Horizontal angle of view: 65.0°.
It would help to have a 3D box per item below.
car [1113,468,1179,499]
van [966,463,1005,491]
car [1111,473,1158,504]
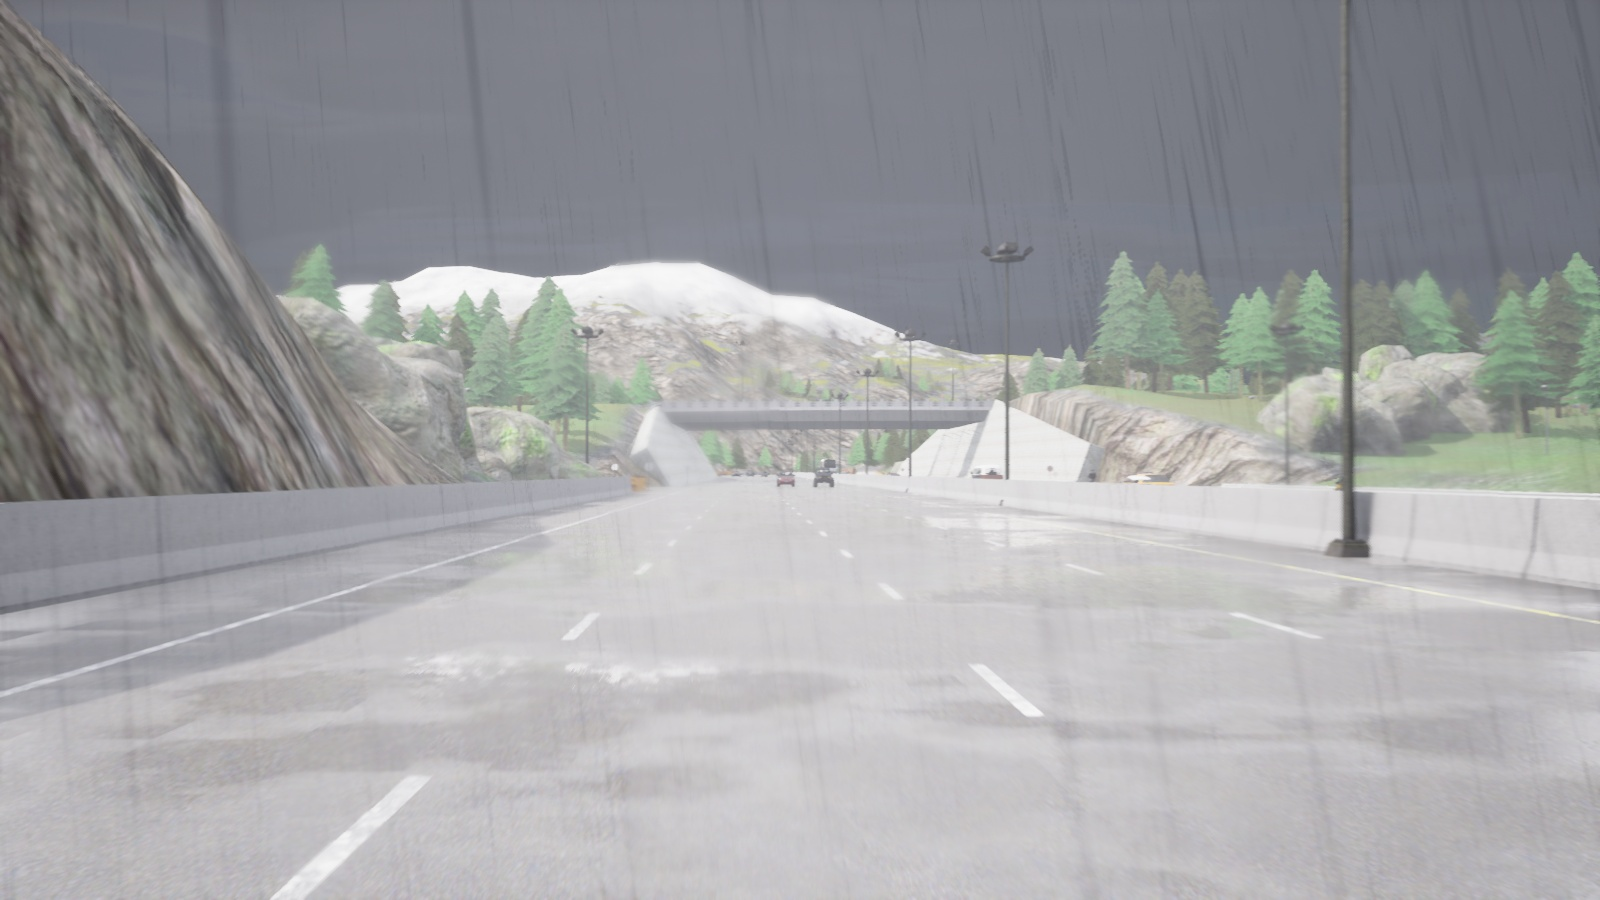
[{"bbox_3d":[18.352,1.758,66.821,1.801,1.575,5.366,0,-1,-2],"label":"car"},{"bbox_3d":[13.756,2.013,93.332,2.069,2.038,4.480,0,-1,-2],"label":"van"},{"bbox_3d":[15.240,1.735,57.359,1.481,1.376,2.207,0,-1,-2],"label":"car"}]
